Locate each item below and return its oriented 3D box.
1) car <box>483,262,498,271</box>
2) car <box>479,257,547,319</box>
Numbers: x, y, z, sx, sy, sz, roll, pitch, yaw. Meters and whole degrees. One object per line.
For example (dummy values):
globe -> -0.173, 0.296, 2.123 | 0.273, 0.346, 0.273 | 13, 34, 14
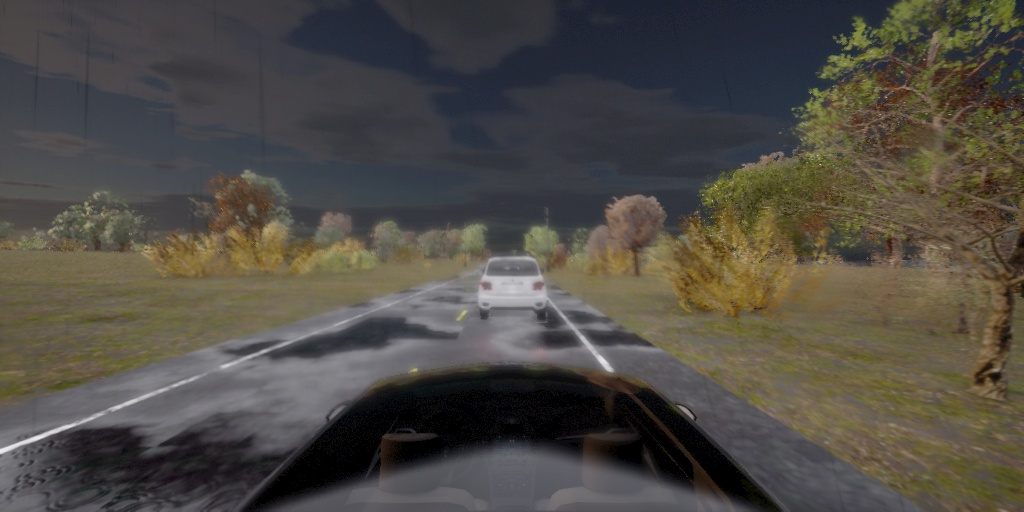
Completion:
car -> -3.521, 1.691, 58.809 | 2.033, 1.411, 5.357 | 0, 0, 1
car -> 0.037, 1.049, 13.265 | 2.150, 2.045, 5.566 | 0, 0, 1
